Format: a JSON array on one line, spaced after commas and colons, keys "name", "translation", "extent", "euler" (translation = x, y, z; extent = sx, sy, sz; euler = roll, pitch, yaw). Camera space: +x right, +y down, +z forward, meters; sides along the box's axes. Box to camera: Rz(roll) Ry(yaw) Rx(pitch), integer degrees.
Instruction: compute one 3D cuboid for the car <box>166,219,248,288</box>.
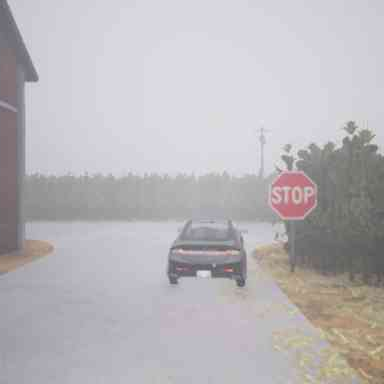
[{"name": "car", "translation": [0.536, 1.499, 9.385], "extent": [2.128, 1.511, 4.902], "euler": [0, 0, 7]}]
